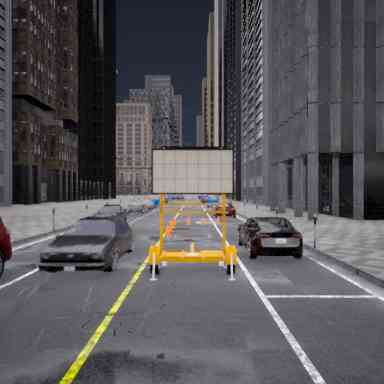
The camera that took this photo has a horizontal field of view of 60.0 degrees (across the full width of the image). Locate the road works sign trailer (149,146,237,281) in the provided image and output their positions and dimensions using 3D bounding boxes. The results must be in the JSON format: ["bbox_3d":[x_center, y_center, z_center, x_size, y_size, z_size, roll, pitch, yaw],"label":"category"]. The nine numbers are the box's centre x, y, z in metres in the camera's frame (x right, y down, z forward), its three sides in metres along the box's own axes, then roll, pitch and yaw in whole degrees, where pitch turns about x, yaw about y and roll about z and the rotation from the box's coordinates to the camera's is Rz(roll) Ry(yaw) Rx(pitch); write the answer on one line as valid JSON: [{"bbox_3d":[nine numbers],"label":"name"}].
[{"bbox_3d":[0.022,0.464,9.845,2.380,3.560,2.880,0,0,0],"label":"road works sign trailer"}]

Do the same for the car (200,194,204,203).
[{"bbox_3d":[2.901,1.578,63.220,1.802,1.307,4.206,0,0,0],"label":"car"}]

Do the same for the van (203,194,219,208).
[{"bbox_3d":[2.863,1.338,46.297,1.690,1.788,3.998,0,0,0],"label":"van"}]

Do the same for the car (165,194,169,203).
[{"bbox_3d":[-5.637,1.436,57.593,1.967,1.590,4.097,0,0,0],"label":"car"}]

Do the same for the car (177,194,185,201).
[{"bbox_3d":[-2.806,1.540,86.351,2.033,1.411,5.357,0,0,0],"label":"car"}]

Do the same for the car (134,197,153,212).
[{"bbox_3d":[-5.687,1.549,35.031,2.008,1.369,4.403,0,0,0],"label":"car"}]

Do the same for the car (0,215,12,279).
[{"bbox_3d":[-5.751,1.315,6.827,2.192,1.841,5.009,0,0,0],"label":"car"}]

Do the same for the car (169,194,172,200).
[{"bbox_3d":[-5.625,1.311,63.235,2.192,1.841,5.009,0,0,0],"label":"car"}]

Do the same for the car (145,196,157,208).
[{"bbox_3d":[-5.675,1.523,40.501,1.752,1.417,4.829,0,0,0],"label":"car"}]

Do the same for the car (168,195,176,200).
[{"bbox_3d":[-5.561,1.536,91.439,1.887,1.381,4.507,0,0,0],"label":"car"}]

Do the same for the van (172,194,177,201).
[{"bbox_3d":[-5.574,1.334,85.798,1.690,1.788,3.998,0,0,0],"label":"van"}]

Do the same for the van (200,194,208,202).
[{"bbox_3d":[2.939,1.335,80.141,1.690,1.788,3.998,0,0,0],"label":"van"}]

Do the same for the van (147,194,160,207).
[{"bbox_3d":[-5.663,1.338,46.312,1.690,1.788,3.998,0,0,0],"label":"van"}]

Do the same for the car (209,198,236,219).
[{"bbox_3d":[2.825,1.543,29.375,1.887,1.381,4.507,0,0,0],"label":"car"}]

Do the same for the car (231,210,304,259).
[{"bbox_3d":[2.788,1.565,12.453,1.947,1.339,4.313,0,0,0],"label":"car"}]

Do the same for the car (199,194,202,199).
[{"bbox_3d":[2.914,1.577,68.860,1.802,1.307,4.206,0,0,0],"label":"car"}]

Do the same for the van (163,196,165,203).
[{"bbox_3d":[-5.650,1.338,51.953,1.690,1.788,3.998,0,0,0],"label":"van"}]

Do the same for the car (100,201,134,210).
[{"bbox_3d":[-5.712,1.565,23.749,1.947,1.339,4.313,0,0,0],"label":"car"}]

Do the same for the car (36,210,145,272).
[{"bbox_3d":[-3.073,1.547,11.013,2.033,1.411,5.357,0,0,0],"label":"car"}]
